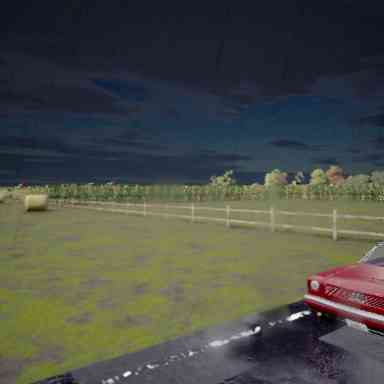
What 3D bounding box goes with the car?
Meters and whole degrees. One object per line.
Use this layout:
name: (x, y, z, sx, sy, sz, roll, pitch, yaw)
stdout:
car: (4.137, 1.576, 6.011, 4.718, 1.301, 1.895, 0, 0, -35)
